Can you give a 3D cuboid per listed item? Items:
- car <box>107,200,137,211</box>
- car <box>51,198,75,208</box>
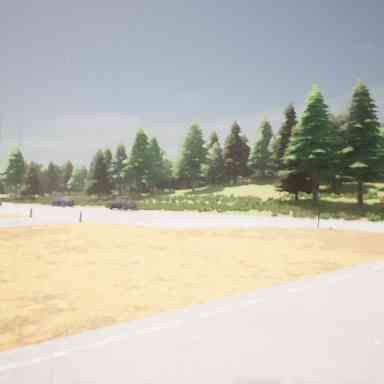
[{"bbox_3d":[-9.801,1.795,46.291,4.902,1.511,2.128,0,-1,37],"label":"car"},{"bbox_3d":[-21.438,1.735,55.055,5.008,1.535,1.882,0,-1,37],"label":"car"}]
